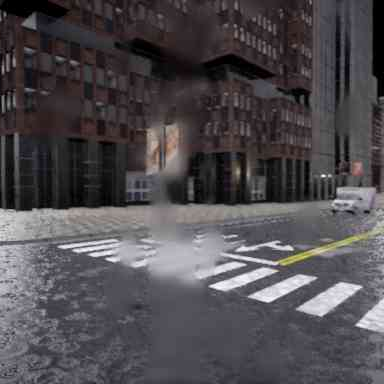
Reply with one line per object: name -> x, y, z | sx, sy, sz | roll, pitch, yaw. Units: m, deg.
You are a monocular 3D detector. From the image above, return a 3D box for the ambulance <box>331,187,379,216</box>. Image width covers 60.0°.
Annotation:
ambulance -> 14.665, 0.803, 30.215 | 2.351, 2.431, 6.366 | 1, 1, 43
